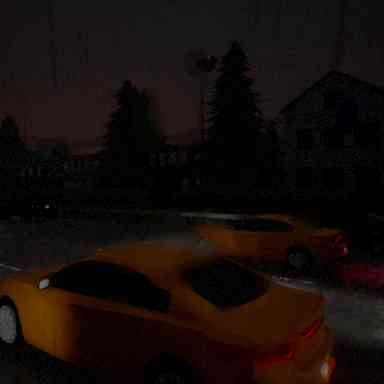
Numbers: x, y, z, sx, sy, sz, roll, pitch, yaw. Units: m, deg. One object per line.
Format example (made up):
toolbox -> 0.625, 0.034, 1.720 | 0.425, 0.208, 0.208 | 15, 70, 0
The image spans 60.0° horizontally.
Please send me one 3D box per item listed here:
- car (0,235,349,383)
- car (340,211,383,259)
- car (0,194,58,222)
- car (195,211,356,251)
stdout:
car -> -0.777, 1.473, 4.544 | 5.008, 1.535, 1.882 | 0, 0, 35
car -> 5.747, 1.474, 12.789 | 5.008, 1.535, 1.882 | 0, 0, 35
car -> -12.832, 1.185, 26.039 | 5.566, 2.045, 2.150 | 0, 0, 35
car -> 2.362, 1.472, 10.905 | 5.008, 1.535, 1.882 | 0, 0, 36
